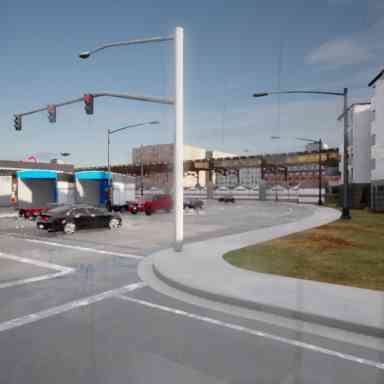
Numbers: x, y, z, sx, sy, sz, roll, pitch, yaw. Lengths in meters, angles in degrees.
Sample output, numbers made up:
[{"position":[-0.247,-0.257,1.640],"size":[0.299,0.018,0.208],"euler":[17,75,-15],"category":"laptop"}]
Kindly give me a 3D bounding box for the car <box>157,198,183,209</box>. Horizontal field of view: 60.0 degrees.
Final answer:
[{"position":[-2.956,1.547,46.029],"size":[2.033,1.411,5.357],"euler":[0,0,15],"category":"car"}]

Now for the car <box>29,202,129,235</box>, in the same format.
[{"position":[-6.200,1.505,18.858],"size":[1.837,1.490,4.892],"euler":[1,0,37],"category":"car"}]

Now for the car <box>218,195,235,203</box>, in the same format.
[{"position":[7.071,1.356,69.282],"size":[2.097,1.767,4.553],"euler":[0,0,-18],"category":"car"}]

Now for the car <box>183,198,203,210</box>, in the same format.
[{"position":[0.119,1.547,44.101],"size":[2.033,1.411,5.357],"euler":[0,0,16],"category":"car"}]

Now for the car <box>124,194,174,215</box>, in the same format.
[{"position":[-4.130,1.221,34.417],"size":[2.150,2.045,5.566],"euler":[0,0,30],"category":"car"}]

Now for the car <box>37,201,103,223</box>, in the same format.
[{"position":[-9.592,1.526,26.479],"size":[1.812,1.442,4.674],"euler":[0,0,36],"category":"car"}]

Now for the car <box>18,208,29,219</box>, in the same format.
[{"position":[-12.295,1.601,28.661],"size":[1.895,1.301,4.718],"euler":[0,0,37],"category":"car"}]
